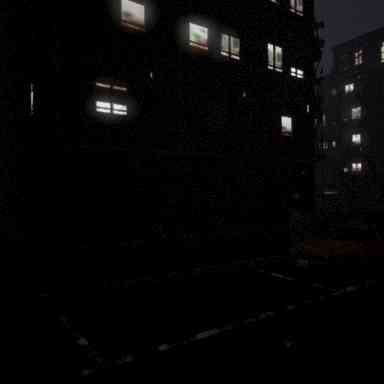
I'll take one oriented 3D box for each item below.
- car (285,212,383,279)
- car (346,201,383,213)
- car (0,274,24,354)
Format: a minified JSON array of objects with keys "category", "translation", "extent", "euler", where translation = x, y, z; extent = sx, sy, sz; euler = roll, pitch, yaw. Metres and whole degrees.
[{"category":"car","translation":[4.829,1.523,10.018],"extent":[4.829,1.417,1.752],"euler":[0,-1,-35]},{"category":"car","translation":[18.763,1.497,34.921],"extent":[1.752,1.417,4.829],"euler":[-1,1,-36]},{"category":"car","translation":[-4.255,1.551,3.538],"extent":[4.403,1.369,2.008],"euler":[0,-1,-35]}]
